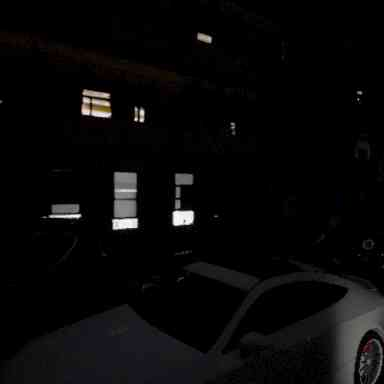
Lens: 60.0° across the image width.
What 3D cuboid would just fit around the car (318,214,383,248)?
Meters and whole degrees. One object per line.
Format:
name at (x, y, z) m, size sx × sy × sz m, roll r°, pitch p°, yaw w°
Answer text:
car at (5.764, 1.449, 10.668) m, size 4.097 × 1.590 × 1.967 m, roll 0°, pitch 0°, yaw -35°

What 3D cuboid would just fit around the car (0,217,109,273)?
car at (-3.436, 1.315, 4.111) m, size 5.009 × 1.841 × 2.192 m, roll 0°, pitch 0°, yaw -35°

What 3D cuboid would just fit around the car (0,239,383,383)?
car at (0.429, 1.528, 3.684) m, size 4.674 × 1.442 × 1.812 m, roll 0°, pitch 0°, yaw -35°
